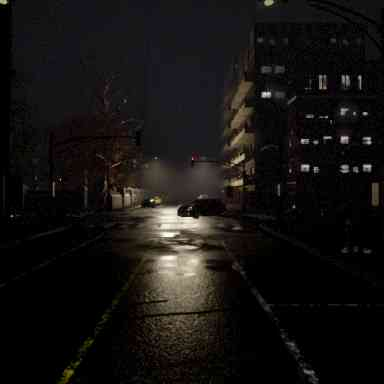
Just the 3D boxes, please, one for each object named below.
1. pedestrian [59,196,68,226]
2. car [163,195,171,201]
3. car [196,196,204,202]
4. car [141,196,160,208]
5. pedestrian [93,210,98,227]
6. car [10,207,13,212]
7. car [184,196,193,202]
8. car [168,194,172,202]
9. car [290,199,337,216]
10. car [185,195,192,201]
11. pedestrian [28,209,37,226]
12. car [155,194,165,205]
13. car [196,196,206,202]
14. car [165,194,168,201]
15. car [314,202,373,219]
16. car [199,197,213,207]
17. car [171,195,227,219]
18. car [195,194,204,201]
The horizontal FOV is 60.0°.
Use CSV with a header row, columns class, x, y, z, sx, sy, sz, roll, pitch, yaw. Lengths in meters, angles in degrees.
class,x,y,z,sx,sy,sz,roll,pitch,yaw
pedestrian,-7.707,1.142,19.969,0.375,1.860,0.375,0,0,-1
car,-6.528,1.550,86.923,1.967,1.590,4.097,0,0,-1
car,1.906,1.642,81.374,1.887,1.381,4.507,0,0,-1
car,-6.146,1.601,47.513,1.947,1.339,4.313,0,0,-1
pedestrian,-6.121,1.680,21.180,0.500,1.100,0.500,0,0,-1
car,-18.579,1.256,28.958,5.357,1.411,2.033,1,0,-1
car,-0.737,1.624,76.283,2.033,1.411,5.357,0,0,-1
car,-6.473,1.537,81.294,1.967,1.590,4.097,0,0,-1
car,13.126,1.619,35.377,5.009,1.841,2.192,1,-1,-1
car,-0.837,1.486,86.701,1.837,1.490,4.892,0,0,-1
pedestrian,-9.905,1.523,20.628,0.500,1.100,0.500,0,0,-1
car,-6.253,1.577,58.604,1.752,1.417,4.829,0,0,-1
car,1.960,1.635,75.744,2.008,1.369,4.403,0,0,-1
car,-6.309,1.377,64.404,2.192,1.841,5.009,0,0,-1
car,15.010,1.927,32.804,4.718,1.301,1.895,1,0,-1
car,2.179,1.588,53.224,1.887,1.381,4.507,0,0,-1
car,0.877,1.369,29.090,4.553,1.767,2.097,0,0,-37
car,1.853,1.425,87.004,2.192,1.841,5.009,0,0,-1
